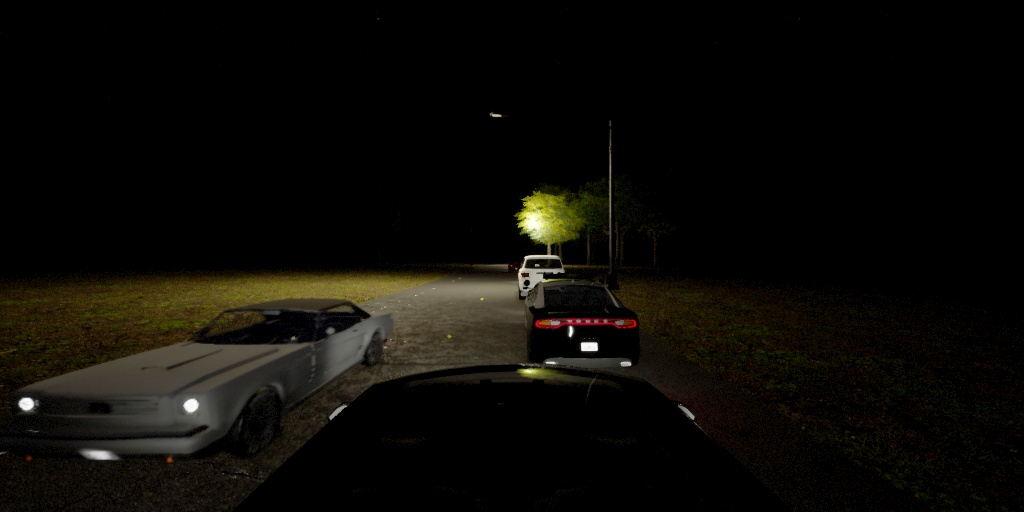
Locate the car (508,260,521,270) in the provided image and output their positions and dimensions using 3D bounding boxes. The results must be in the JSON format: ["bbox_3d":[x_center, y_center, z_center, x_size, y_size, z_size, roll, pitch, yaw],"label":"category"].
[{"bbox_3d":[0.418,1.402,57.054,1.994,1.385,4.181,0,-1,-1],"label":"car"}]

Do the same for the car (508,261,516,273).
[{"bbox_3d":[0.529,1.342,45.804,1.812,1.442,4.674,0,0,0],"label":"car"}]

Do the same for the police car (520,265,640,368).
[{"bbox_3d":[1.228,1.175,8.015,1.930,1.638,5.238,0,0,1],"label":"police car"}]

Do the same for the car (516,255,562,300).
[{"bbox_3d":[1.409,0.988,17.960,2.150,2.045,5.566,0,0,1],"label":"car"}]

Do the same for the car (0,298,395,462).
[{"bbox_3d":[-3.401,1.352,5.198,1.895,1.301,4.718,0,0,1],"label":"car"}]
